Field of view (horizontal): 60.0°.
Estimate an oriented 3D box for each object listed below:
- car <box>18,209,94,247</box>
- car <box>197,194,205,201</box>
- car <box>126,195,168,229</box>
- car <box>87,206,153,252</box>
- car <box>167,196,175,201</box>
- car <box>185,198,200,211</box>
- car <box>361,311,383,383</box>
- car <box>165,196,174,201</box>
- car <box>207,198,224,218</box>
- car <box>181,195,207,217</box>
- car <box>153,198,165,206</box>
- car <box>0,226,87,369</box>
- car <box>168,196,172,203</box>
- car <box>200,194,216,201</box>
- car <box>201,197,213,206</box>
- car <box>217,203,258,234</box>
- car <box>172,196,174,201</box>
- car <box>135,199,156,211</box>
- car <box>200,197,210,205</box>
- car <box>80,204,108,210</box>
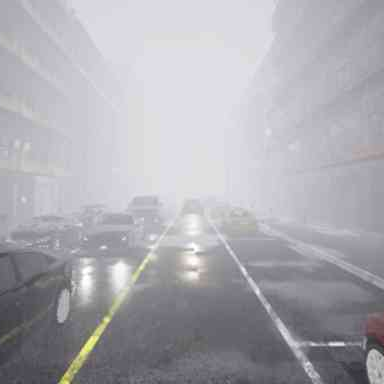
[{"bbox_3d":[-5.710,1.578,13.392,2.008,1.369,4.403,0,0,0],"label":"car"},{"bbox_3d":[2.522,1.493,92.965,2.192,1.841,5.009,0,0,0],"label":"car"},{"bbox_3d":[-3.039,1.254,22.237,2.150,2.045,5.566,0,0,0],"label":"car"},{"bbox_3d":[-3.116,1.574,14.384,2.033,1.411,5.357,0,0,0],"label":"car"},{"bbox_3d":[-5.859,1.766,92.946,1.802,1.307,4.206,0,0,0],"label":"car"},{"bbox_3d":[0.020,1.555,44.149,1.882,1.535,5.008,0,0,0],"label":"car"},{"bbox_3d":[2.795,1.547,2.049,1.887,1.381,4.507,0,0,0],"label":"car"},{"bbox_3d":[-5.848,1.716,87.264,1.887,1.381,4.507,0,0,0],"label":"car"},{"bbox_3d":[2.638,1.576,30.627,1.752,1.417,4.829,0,0,0],"label":"car"},{"bbox_3d":[0.043,1.406,31.712,2.097,1.767,4.553,0,0,0],"label":"car"},{"bbox_3d":[-5.795,1.693,58.852,1.802,1.307,4.206,0,0,0],"label":"car"},{"bbox_3d":[-3.104,1.487,4.193,1.882,1.535,5.008,0,0,0],"label":"car"},{"bbox_3d":[-5.816,1.700,70.217,1.947,1.339,4.313,0,0,0],"label":"car"},{"bbox_3d":[2.607,1.398,47.506,2.192,1.841,5.009,0,0,0],"label":"car"},{"bbox_3d":[2.585,1.656,58.871,2.008,1.369,4.403,0,0,0],"label":"car"},{"bbox_3d":[2.659,1.556,19.263,1.752,1.417,4.829,0,0,0],"label":"car"},{"bbox_3d":[-5.838,1.724,81.581,1.947,1.339,4.313,0,0,0],"label":"car"},{"bbox_3d":[-5.764,1.643,41.804,1.947,1.339,4.313,0,0,0],"label":"car"},{"bbox_3d":[2.574,1.643,64.723,1.752,1.417,4.829,0,0,0],"label":"car"},{"bbox_3d":[-5.720,1.477,19.075,1.967,1.590,4.097,0,0,0],"label":"car"}]
